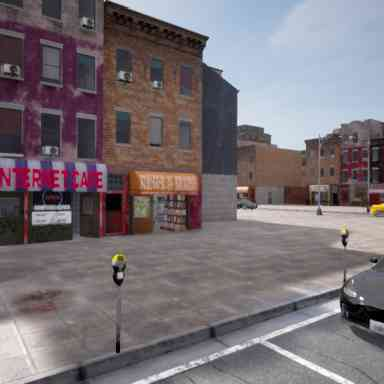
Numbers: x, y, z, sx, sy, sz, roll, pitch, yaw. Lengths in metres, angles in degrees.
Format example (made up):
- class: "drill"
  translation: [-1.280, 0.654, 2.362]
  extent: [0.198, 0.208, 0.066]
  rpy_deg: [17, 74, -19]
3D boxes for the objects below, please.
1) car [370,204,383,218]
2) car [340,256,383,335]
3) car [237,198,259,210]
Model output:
- class: "car"
  translation: [17.336, 1.508, 27.112]
  extent: [1.882, 1.535, 5.008]
  rpy_deg: [1, 0, -37]
- class: "car"
  translation: [4.467, 1.567, 5.979]
  extent: [4.313, 1.339, 1.947]
  rpy_deg: [0, 0, -35]
- class: "car"
  translation: [6.340, 1.573, 42.517]
  extent: [1.837, 1.490, 4.892]
  rpy_deg: [1, 0, -35]
